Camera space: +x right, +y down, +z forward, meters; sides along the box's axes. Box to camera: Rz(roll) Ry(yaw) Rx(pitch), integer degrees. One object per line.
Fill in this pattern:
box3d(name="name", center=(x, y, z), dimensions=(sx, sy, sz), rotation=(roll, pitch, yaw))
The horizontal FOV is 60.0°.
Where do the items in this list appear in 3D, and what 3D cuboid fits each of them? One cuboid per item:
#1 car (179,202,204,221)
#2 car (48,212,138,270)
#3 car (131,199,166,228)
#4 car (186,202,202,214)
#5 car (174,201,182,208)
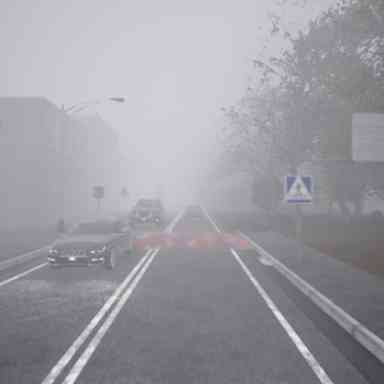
box3d(name="car", center=(0.143, 1.928, 31.817), dimensions=(2.033, 1.411, 5.357), rotation=(0, -1, 1))
box3d(name="car", center=(-3.310, 1.645, 11.665), dimensions=(1.837, 1.490, 4.892), rotation=(0, -1, 0))
box3d(name="car", center=(-3.232, 1.521, 25.156), dimensions=(2.150, 2.045, 5.566), rotation=(0, -1, 0))
box3d(name="car", center=(0.271, 2.121, 45.082), dimensions=(1.994, 1.385, 4.181), rotation=(0, -1, 0))
box3d(name="car", center=(-2.797, 2.600, 71.248), dimensions=(1.882, 1.535, 5.008), rotation=(0, -2, 1))
